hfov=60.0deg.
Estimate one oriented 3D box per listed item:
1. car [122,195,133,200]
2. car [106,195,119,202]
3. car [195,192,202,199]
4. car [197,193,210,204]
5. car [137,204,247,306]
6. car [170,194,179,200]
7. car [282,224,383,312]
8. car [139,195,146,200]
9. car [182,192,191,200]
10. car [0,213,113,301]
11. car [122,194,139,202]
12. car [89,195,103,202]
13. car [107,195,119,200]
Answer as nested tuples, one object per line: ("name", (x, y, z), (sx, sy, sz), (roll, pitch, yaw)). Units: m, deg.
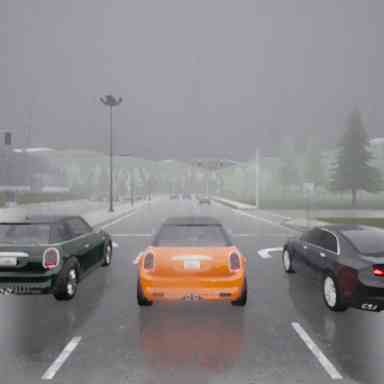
("car", (-16.357, 1.420, 84.169), (1.895, 1.301, 4.718), (0, 0, 0))
("car", (-16.344, 1.412, 68.620), (1.994, 1.385, 4.181), (0, 0, 0))
("car", (2.140, 1.339, 88.618), (1.812, 1.442, 4.674), (0, 0, 0))
("car", (2.166, 1.408, 57.240), (1.812, 1.442, 4.674), (0, 0, 0))
("car", (0.000, 1.335, 8.149), (2.097, 1.767, 4.553), (0, 0, 0))
("car", (-4.860, 1.313, 88.543), (1.837, 1.490, 4.892), (0, 0, 0))
("car", (3.499, 1.489, 7.653), (1.837, 1.490, 4.892), (0, 0, 0))
("car", (-12.857, 1.377, 84.212), (1.994, 1.385, 4.181), (0, 0, 0))
("car", (-1.360, 1.041, 88.280), (2.150, 2.045, 5.566), (0, 0, 0))
("car", (-3.500, 1.334, 8.471), (2.097, 1.767, 4.553), (0, 0, 0))
("car", (-12.844, 1.214, 68.668), (2.097, 1.767, 4.553), (0, 0, 0))
("car", (-19.844, 1.384, 68.592), (2.128, 1.511, 4.902), (0, 0, 0))
("car", (-19.857, 1.420, 84.151), (1.895, 1.301, 4.718), (0, 0, 0))
